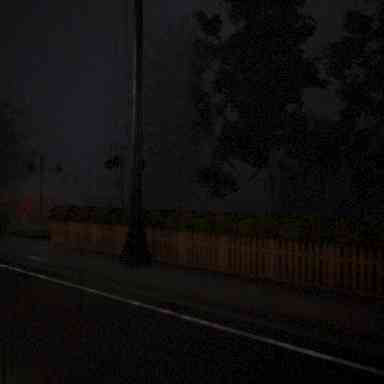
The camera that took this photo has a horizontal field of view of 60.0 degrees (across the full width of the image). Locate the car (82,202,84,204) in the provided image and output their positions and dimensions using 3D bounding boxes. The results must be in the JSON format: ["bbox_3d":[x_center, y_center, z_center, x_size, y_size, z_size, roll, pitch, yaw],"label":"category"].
[{"bbox_3d":[-19.153,2.009,65.909,2.033,1.411,5.357,0,-1,36],"label":"car"}]
